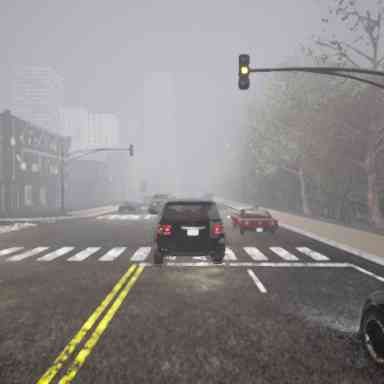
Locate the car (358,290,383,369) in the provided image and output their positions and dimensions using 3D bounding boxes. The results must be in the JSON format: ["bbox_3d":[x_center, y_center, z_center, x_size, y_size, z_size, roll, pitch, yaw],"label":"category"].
[{"bbox_3d":[3.352,1.561,3.036,1.994,1.385,4.181,0,0,0],"label":"car"}]

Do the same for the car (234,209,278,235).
[{"bbox_3d":[3.359,1.581,18.709,1.895,1.301,4.718,0,0,0],"label":"car"}]

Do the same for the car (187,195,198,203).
[{"bbox_3d":[0.028,1.411,66.855,2.128,1.511,4.902,0,0,0],"label":"car"}]

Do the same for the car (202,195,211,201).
[{"bbox_3d":[3.284,1.331,77.302,1.895,1.301,4.718,0,0,0],"label":"car"}]

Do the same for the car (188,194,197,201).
[{"bbox_3d":[0.034,1.276,77.273,2.033,1.411,5.357,0,0,0],"label":"car"}]

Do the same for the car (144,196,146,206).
[{"bbox_3d":[-6.551,1.292,50.068,2.097,1.767,4.553,0,0,0],"label":"car"}]

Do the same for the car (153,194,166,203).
[{"bbox_3d":[-6.482,1.273,66.033,2.097,1.767,4.553,0,0,0],"label":"car"}]

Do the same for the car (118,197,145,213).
[{"bbox_3d":[-6.591,1.559,35.711,1.895,1.301,4.718,0,0,1],"label":"car"}]

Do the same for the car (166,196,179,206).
[{"bbox_3d":[-3.265,1.459,55.355,1.812,1.442,4.674,0,0,1],"label":"car"}]

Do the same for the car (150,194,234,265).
[{"bbox_3d":[-0.318,1.210,11.873,2.150,2.045,5.566,0,0,-7],"label":"car"}]

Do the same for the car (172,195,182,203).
[{"bbox_3d":[-3.217,1.379,70.451,1.882,1.535,5.008,0,0,0],"label":"car"}]

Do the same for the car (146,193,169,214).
[{"bbox_3d":[-3.323,1.174,36.656,2.150,2.045,5.566,0,1,0],"label":"car"}]
